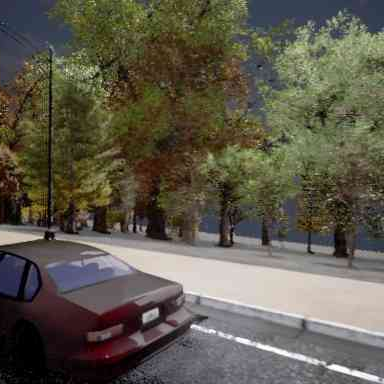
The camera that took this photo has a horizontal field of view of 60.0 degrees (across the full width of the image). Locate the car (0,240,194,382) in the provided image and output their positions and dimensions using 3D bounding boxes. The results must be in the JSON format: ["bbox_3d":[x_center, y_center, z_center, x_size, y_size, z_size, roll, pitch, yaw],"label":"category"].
[{"bbox_3d":[-2.557,1.532,5.455,5.357,1.411,2.033,0,0,35],"label":"car"}]
